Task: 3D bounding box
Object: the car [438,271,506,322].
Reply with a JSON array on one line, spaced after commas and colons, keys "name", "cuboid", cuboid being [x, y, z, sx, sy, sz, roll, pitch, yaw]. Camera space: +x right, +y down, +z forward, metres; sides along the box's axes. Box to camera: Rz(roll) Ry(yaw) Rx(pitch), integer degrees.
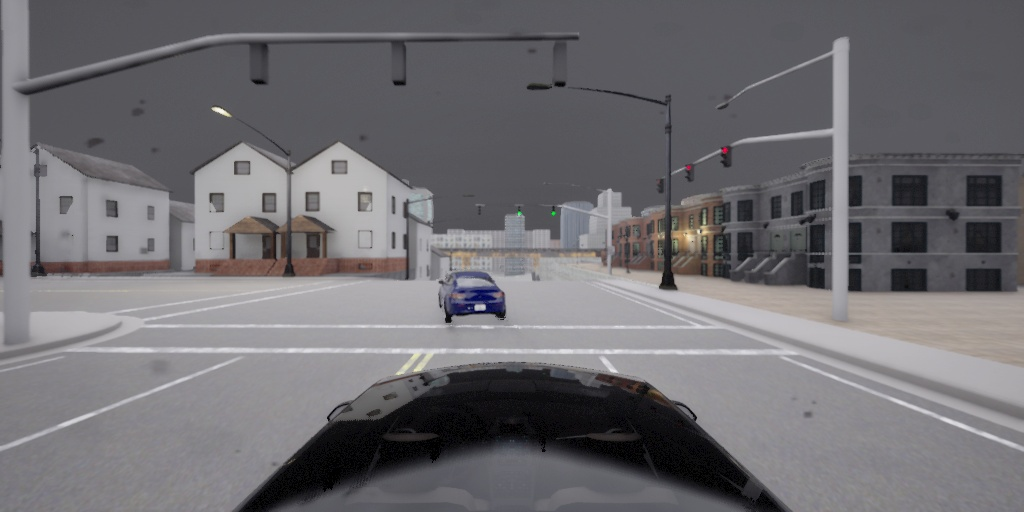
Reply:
[{"name": "car", "cuboid": [-1.451, 1.231, 12.090, 1.812, 1.442, 4.674, 0, 0, -15]}]
